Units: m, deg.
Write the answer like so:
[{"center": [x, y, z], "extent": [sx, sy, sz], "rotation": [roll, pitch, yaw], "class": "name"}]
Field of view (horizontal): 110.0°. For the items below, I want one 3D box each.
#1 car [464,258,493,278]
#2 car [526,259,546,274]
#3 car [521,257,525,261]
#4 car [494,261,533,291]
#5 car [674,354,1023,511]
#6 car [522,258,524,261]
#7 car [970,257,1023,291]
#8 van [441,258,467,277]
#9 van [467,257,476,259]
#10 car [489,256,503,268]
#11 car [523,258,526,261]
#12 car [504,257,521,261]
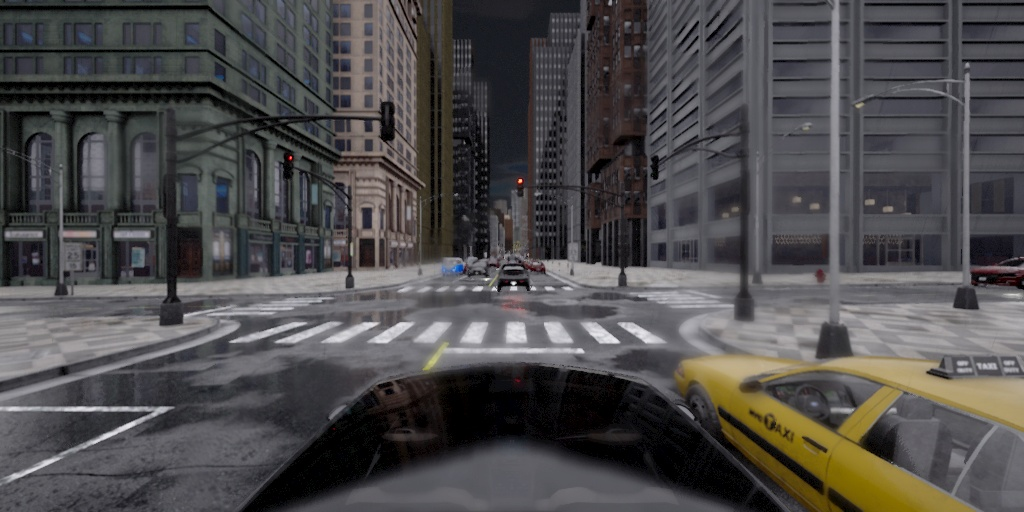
[{"center": [-3.074, 1.244, 33.829], "extent": [1.837, 1.490, 4.892], "rotation": [0, 0, 0], "class": "car"}, {"center": [2.808, 1.285, 40.307], "extent": [1.888, 1.381, 4.507], "rotation": [0, 0, 0], "class": "car"}, {"center": [2.817, 1.269, 57.053], "extent": [1.751, 1.417, 4.829], "rotation": [0, 0, 0], "class": "car"}, {"center": [0.097, 1.237, 21.948], "extent": [1.837, 1.490, 4.892], "rotation": [0, 0, 0], "class": "car"}, {"center": [2.769, 1.275, 2.384], "extent": [1.751, 1.417, 4.829], "rotation": [0, 0, 0], "class": "car"}, {"center": [2.814, 1.287, 51.358], "extent": [1.888, 1.381, 4.507], "rotation": [0, 0, 0], "class": "car"}, {"center": [24.846, 0.769, 17.013], "extent": [5.008, 1.535, 1.882], "rotation": [-1, 0, 0], "class": "car"}, {"center": [-5.752, 1.080, 34.807], "extent": [1.690, 1.789, 3.998], "rotation": [0, 0, 0], "class": "van"}, {"center": [-5.737, 1.083, 51.381], "extent": [1.690, 1.789, 3.998], "rotation": [0, 0, 0], "class": "van"}, {"center": [-3.016, 1.094, 57.318], "extent": [2.097, 1.767, 4.553], "rotation": [0, 0, 0], "class": "car"}, {"center": [2.811, 1.286, 45.832], "extent": [1.888, 1.381, 4.507], "rotation": [0, 0, 0], "class": "car"}, {"center": [0.101, 1.308, 60.084], "extent": [1.994, 1.385, 4.181], "rotation": [0, 0, 0], "class": "car"}]
